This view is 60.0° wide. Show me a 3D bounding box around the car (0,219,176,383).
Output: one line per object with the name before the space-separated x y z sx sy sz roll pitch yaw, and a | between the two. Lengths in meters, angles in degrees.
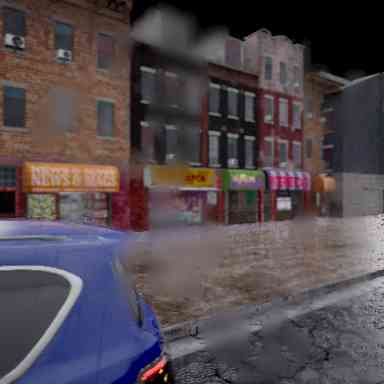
car | -2.662 1.225 1.172 5.566 2.045 2.150 0 0 -35
